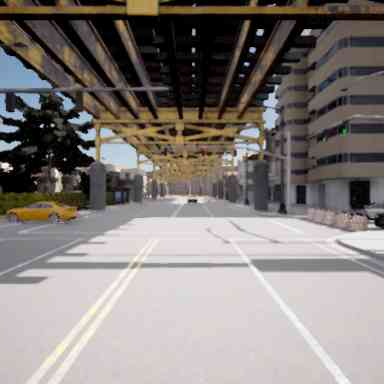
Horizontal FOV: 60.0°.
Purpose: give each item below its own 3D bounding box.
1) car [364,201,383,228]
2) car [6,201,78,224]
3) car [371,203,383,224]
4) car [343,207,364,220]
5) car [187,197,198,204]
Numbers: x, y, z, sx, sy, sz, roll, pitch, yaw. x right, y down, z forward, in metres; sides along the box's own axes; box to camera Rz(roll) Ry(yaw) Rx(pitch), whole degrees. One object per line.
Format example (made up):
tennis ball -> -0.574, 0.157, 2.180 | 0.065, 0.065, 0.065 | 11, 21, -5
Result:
car -> 13.283, 1.443, 20.112 | 4.974, 1.542, 2.038 | 0, 0, -20
car -> -10.910, 1.443, 24.181 | 5.008, 1.535, 1.882 | 0, 0, 5
car -> 13.332, 1.285, 20.130 | 4.536, 1.218, 1.853 | 0, 0, -20
car -> 13.662, 1.281, 24.249 | 4.536, 1.218, 1.853 | 0, 0, 25
car -> 0.067, 1.535, 62.164 | 1.895, 1.301, 4.718 | 0, 0, 0
